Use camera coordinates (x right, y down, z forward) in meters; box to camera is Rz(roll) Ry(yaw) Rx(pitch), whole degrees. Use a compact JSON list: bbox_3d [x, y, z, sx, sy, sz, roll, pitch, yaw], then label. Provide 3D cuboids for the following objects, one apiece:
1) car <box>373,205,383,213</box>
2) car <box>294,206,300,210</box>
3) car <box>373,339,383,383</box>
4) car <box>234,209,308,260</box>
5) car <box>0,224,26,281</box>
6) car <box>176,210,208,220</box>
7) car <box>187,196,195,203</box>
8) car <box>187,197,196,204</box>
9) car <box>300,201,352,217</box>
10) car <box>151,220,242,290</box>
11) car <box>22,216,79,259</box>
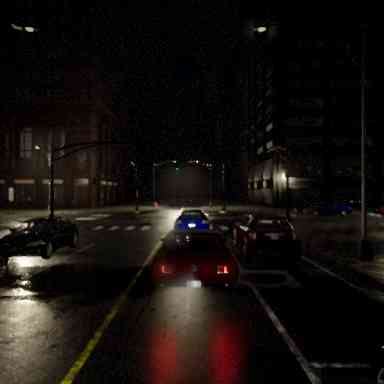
[{"bbox_3d":[23.048,1.819,37.881,4.181,1.385,1.994,0,0,-1],"label":"car"},{"bbox_3d":[14.148,1.779,37.825,4.892,1.490,1.837,0,0,1],"label":"car"},{"bbox_3d":[2.758,1.582,1.689,1.947,1.339,4.313,0,-1,0],"label":"car"},{"bbox_3d":[2.738,1.555,12.962,1.967,1.590,4.097,0,-1,0],"label":"car"},{"bbox_3d":[-5.777,1.631,7.308,1.947,1.339,4.313,0,-1,0],"label":"car"},{"bbox_3d":[0.001,1.738,19.577,1.994,1.385,4.181,0,0,0],"label":"car"},{"bbox_3d":[-0.288,2.089,91.247,2.097,1.767,4.553,0,-1,0],"label":"car"},{"bbox_3d":[-0.230,2.122,81.237,2.097,1.767,4.553,0,-1,0],"label":"car"},{"bbox_3d":[14.116,1.788,34.584,4.674,1.442,1.812,0,0,2],"label":"car"},{"bbox_3d":[0.059,1.684,9.276,1.895,1.301,4.718,0,0,0],"label":"car"},{"bbox_3d":[-5.787,1.666,12.945,2.008,1.369,4.403,0,-1,0],"label":"car"}]
